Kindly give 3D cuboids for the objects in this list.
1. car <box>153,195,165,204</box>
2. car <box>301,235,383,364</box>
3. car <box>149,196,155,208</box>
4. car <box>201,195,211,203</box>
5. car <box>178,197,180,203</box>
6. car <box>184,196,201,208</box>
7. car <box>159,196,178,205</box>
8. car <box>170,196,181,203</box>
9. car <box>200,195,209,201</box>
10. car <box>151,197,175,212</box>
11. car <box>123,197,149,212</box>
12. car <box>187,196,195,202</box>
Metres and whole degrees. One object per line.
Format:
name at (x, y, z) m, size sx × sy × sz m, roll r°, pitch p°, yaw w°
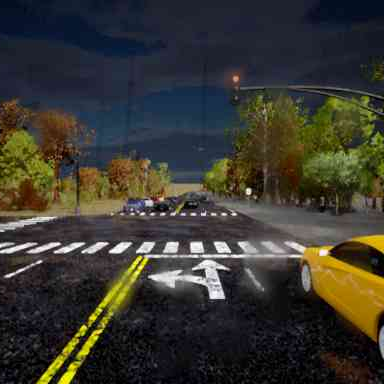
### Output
car at (-6.703, 1.511, 67.745) m, size 1.882 × 1.535 × 5.008 m, roll 0°, pitch 0°, yaw 0°
car at (3.347, 1.447, 5.449) m, size 1.882 × 1.535 × 5.008 m, roll 0°, pitch 1°, yaw 0°
car at (-6.742, 1.547, 48.229) m, size 1.812 × 1.442 × 4.674 m, roll 0°, pitch 0°, yaw 0°
car at (3.074, 1.532, 71.528) m, size 2.128 × 1.511 × 4.902 m, roll 0°, pitch 0°, yaw 0°
car at (-3.492, 1.554, 59.006) m, size 1.812 × 1.442 × 4.674 m, roll 0°, pitch 0°, yaw 0°
car at (-0.133, 1.586, 47.338) m, size 1.994 × 1.385 × 4.181 m, roll 0°, pitch 0°, yaw 1°
car at (-3.483, 1.527, 49.164) m, size 1.837 × 1.490 × 4.892 m, roll 0°, pitch 0°, yaw 0°
car at (-3.443, 1.572, 69.620) m, size 2.033 × 1.411 × 5.357 m, roll 0°, pitch 0°, yaw 0°
car at (3.023, 1.490, 81.684) m, size 2.033 × 1.411 × 5.357 m, roll 0°, pitch 0°, yaw 0°
car at (-3.462, 1.618, 40.088) m, size 1.895 × 1.301 × 4.718 m, roll 0°, pitch 0°, yaw 0°
car at (-6.709, 1.369, 39.244) m, size 2.097 × 1.767 × 4.553 m, roll 0°, pitch 0°, yaw 0°
car at (-0.224, 1.637, 80.768) m, size 1.895 × 1.301 × 4.718 m, roll 0°, pitch 0°, yaw 0°
